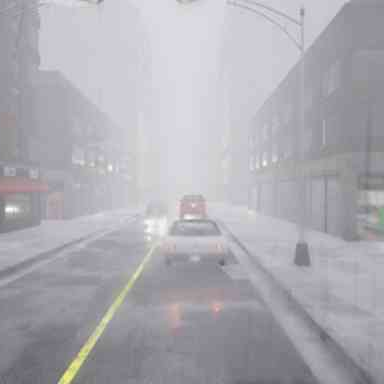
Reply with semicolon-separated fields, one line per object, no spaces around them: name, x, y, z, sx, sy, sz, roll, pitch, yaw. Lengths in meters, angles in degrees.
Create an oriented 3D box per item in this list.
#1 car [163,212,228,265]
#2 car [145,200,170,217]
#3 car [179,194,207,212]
car;0.094;1.585;11.599;1.895;1.301;4.718;0;0;0
car;-3.103;1.456;30.528;2.128;1.511;4.902;0;0;0
car;0.086;1.188;28.660;2.150;2.045;5.566;0;0;0
